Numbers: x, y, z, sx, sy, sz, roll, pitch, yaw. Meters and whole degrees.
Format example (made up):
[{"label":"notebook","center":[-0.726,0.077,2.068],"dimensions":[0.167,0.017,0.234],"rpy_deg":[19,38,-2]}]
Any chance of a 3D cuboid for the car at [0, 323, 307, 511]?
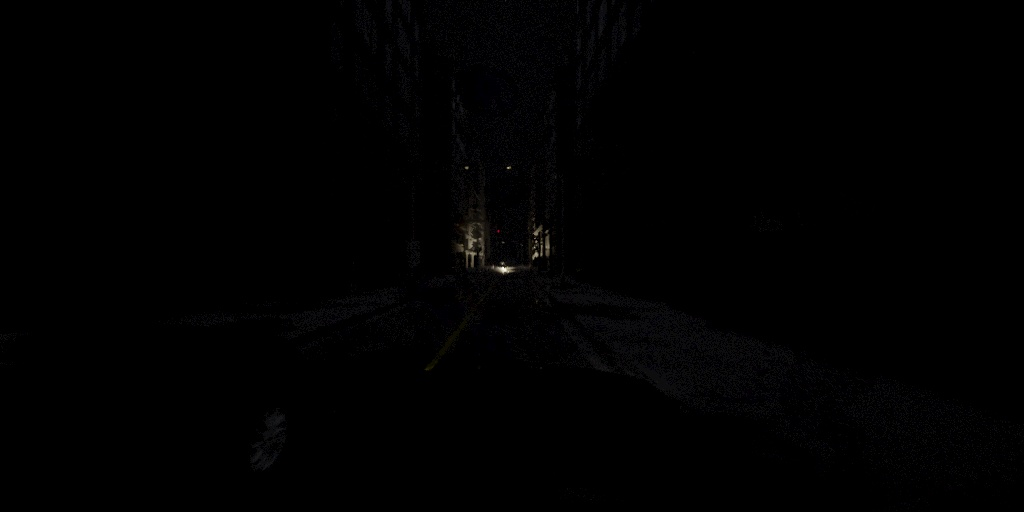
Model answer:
[{"label":"car","center":[-3.100,1.256,1.870],"dimensions":[1.837,1.490,4.892],"rpy_deg":[0,-1,0]}]
